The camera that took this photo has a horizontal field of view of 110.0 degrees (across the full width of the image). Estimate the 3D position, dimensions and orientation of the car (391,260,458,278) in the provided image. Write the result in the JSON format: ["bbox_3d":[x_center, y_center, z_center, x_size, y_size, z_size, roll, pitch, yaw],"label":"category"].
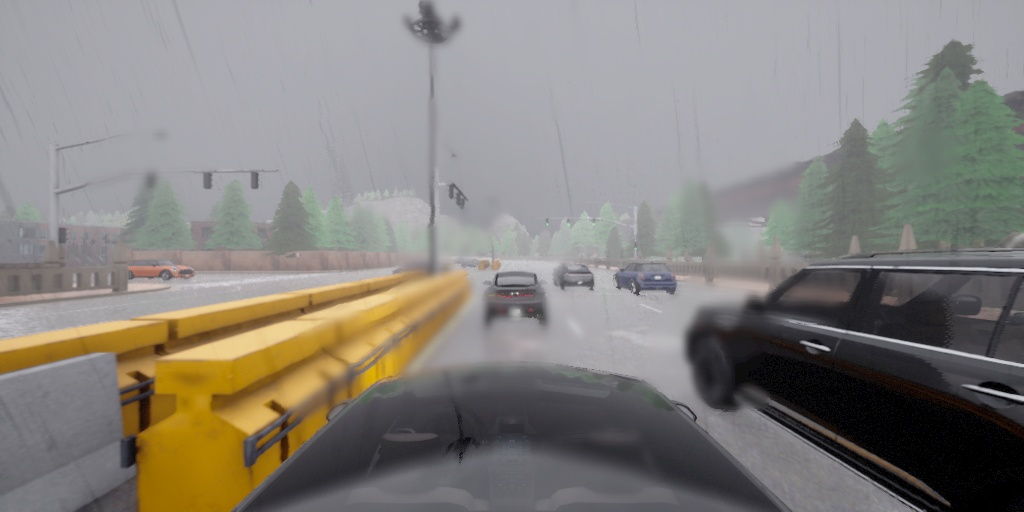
[{"bbox_3d":[-7.546,1.263,29.919,5.357,1.411,2.033,0,0,27],"label":"car"}]

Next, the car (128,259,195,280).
[{"bbox_3d":[-29.075,1.066,29.657,4.553,1.767,2.097,0,0,0],"label":"car"}]

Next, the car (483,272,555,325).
[{"bbox_3d":[0.126,1.242,11.735,1.837,1.490,4.892,0,0,0],"label":"car"}]

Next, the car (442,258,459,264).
[{"bbox_3d":[-10.398,1.160,58.546,1.882,1.535,5.008,0,0,1],"label":"car"}]

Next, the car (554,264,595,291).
[{"bbox_3d":[3.651,1.218,21.580,2.128,1.511,4.902,0,0,0],"label":"car"}]

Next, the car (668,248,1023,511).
[{"bbox_3d":[3.607,0.970,2.933,2.150,2.045,5.566,0,0,0],"label":"car"}]

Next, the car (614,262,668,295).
[{"bbox_3d":[7.146,1.081,19.685,2.097,1.767,4.553,0,0,0],"label":"car"}]

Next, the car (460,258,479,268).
[{"bbox_3d":[-6.897,1.208,58.551,1.812,1.442,4.674,0,0,1],"label":"car"}]
